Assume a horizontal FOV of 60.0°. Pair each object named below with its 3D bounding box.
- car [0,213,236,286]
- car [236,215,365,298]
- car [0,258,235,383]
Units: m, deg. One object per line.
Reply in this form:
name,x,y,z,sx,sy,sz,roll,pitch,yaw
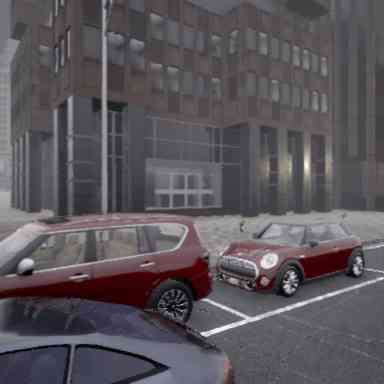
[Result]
car,-1.945,1.315,5.262,5.009,1.841,2.192,0,0,-36
car,2.552,1.433,8.469,4.097,1.590,1.967,0,0,-36
car,-1.637,1.564,2.210,4.181,1.385,1.994,0,0,-36
